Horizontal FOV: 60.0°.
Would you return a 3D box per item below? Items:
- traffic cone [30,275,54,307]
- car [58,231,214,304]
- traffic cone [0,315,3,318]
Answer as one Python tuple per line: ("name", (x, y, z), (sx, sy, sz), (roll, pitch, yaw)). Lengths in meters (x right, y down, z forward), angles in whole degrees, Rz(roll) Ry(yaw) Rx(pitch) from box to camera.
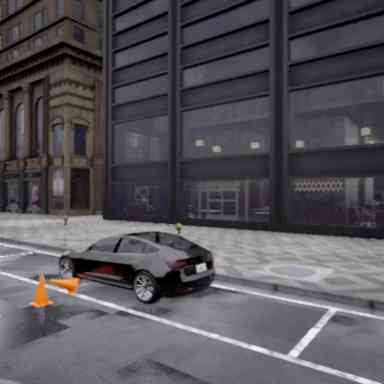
("traffic cone", (-3.100, 2.004, 6.861), (0.340, 0.580, 0.340), (0, 0, 36))
("car", (-1.484, 1.631, 8.212), (4.313, 1.339, 1.947), (0, -1, 36))
("traffic cone", (-3.689, 1.996, 6.056), (0.340, 0.580, 0.340), (0, -1, 36))
